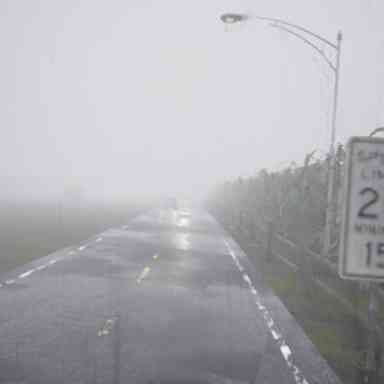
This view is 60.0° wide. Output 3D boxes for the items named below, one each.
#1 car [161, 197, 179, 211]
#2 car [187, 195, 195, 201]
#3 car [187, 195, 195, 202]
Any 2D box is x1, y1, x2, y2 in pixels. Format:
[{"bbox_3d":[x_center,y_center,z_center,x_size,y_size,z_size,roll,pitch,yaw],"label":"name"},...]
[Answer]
[{"bbox_3d":[-2.668,1.399,40.626,1.837,1.490,4.892,4,0,-1],"label":"car"},{"bbox_3d":[-0.215,1.530,90.452,1.837,1.490,4.892,4,0,1],"label":"car"},{"bbox_3d":[-0.292,1.607,80.056,1.837,1.490,4.892,4,0,0],"label":"car"}]
